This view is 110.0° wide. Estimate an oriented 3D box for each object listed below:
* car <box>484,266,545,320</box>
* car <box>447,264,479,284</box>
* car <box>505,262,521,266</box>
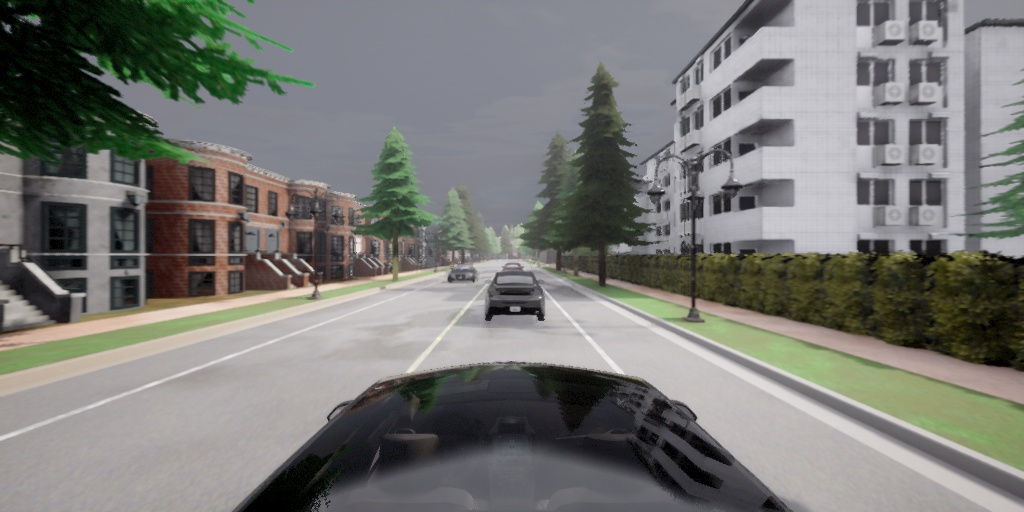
[{"bbox_3d":[0.090,1.254,12.556,1.837,1.490,4.892,0,0,0],"label":"car"},{"bbox_3d":[-3.611,1.312,27.076,1.994,1.385,4.181,0,0,0],"label":"car"},{"bbox_3d":[0.079,1.274,30.809,1.812,1.442,4.674,0,0,0],"label":"car"}]
